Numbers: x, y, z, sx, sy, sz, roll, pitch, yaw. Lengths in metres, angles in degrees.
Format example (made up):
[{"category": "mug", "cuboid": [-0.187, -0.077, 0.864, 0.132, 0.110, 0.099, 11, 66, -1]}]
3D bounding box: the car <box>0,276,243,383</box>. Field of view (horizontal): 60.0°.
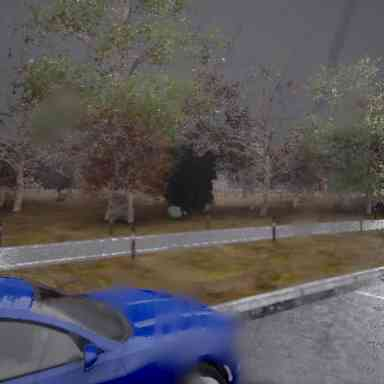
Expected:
[{"category": "car", "cuboid": [-1.796, 1.474, 2.681, 5.008, 1.535, 2.097, -1, 0, -35]}]
